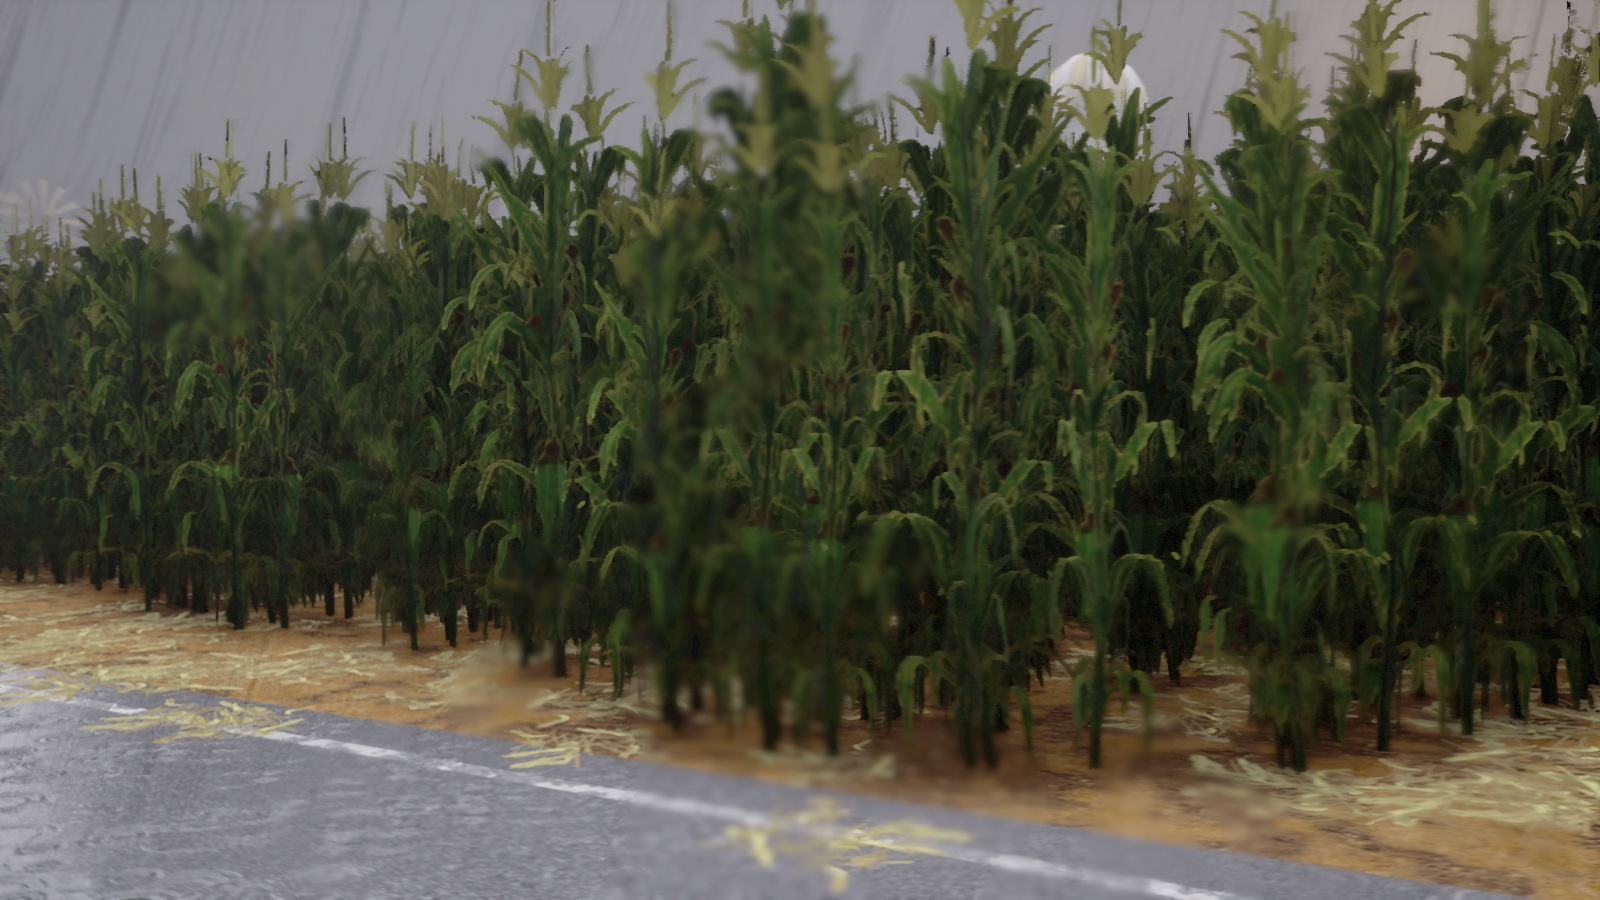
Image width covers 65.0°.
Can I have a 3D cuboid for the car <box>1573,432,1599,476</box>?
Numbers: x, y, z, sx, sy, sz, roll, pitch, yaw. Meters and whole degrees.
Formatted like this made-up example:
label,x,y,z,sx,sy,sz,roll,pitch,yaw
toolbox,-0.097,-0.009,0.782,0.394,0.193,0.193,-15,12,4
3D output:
label,x,y,z,sx,sy,sz,roll,pitch,yaw
car,28.254,0.176,41.291,2.163,1.488,4.792,0,2,-10
